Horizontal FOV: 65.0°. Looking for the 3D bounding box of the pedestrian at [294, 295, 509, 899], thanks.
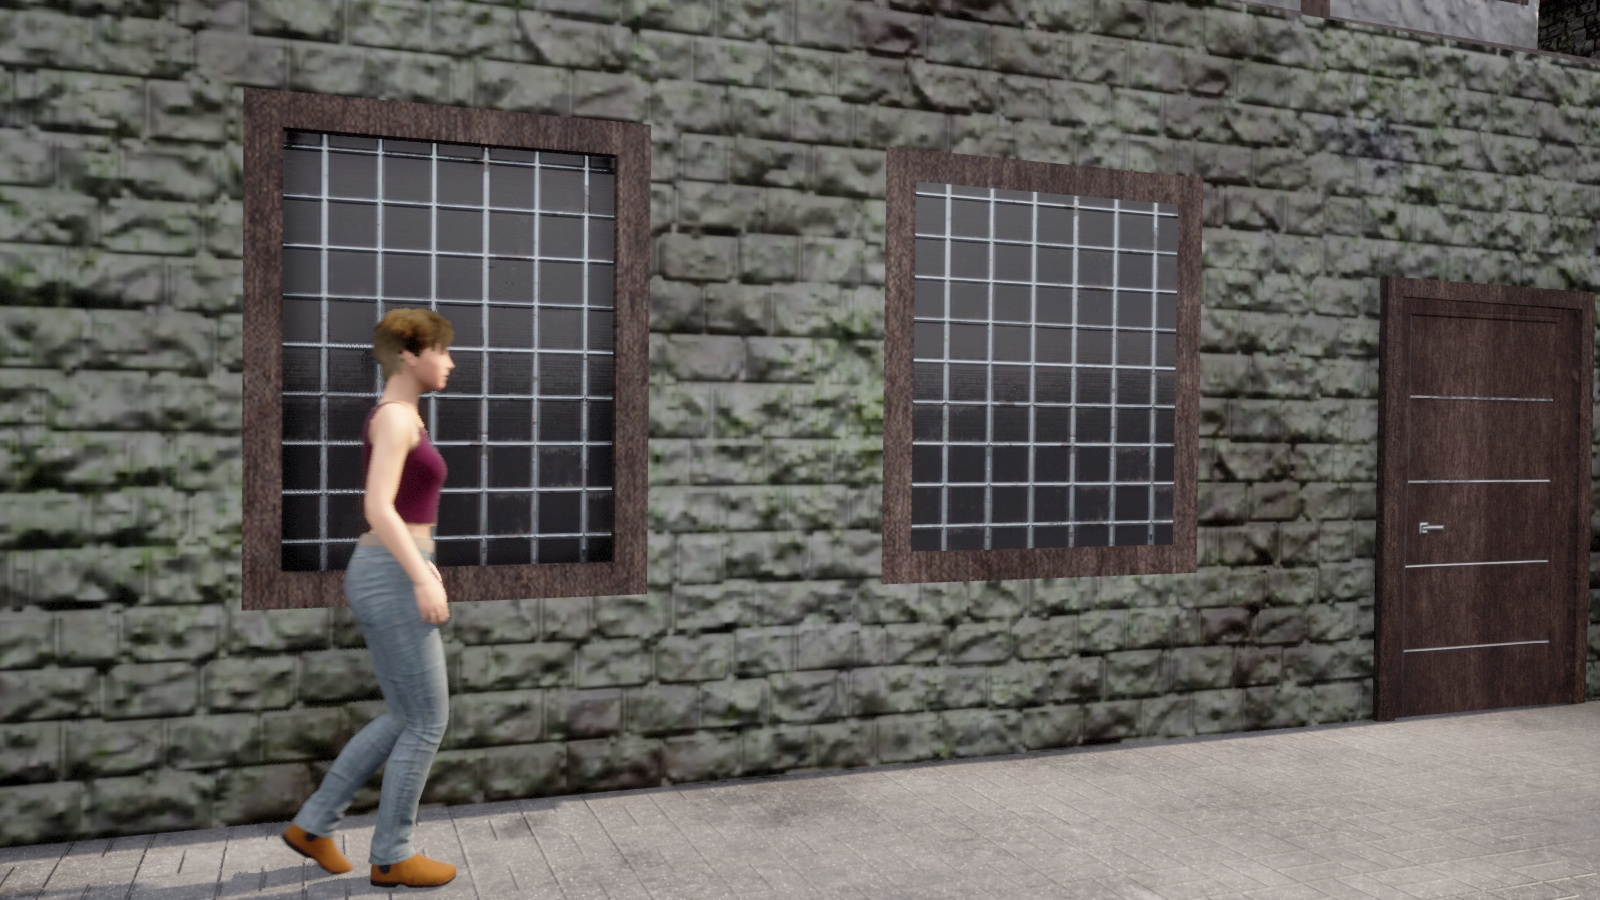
[{"bbox_3d":[-1.258,0.457,3.966,0.594,1.836,0.345,-1,1,-21],"label":"pedestrian"}]
